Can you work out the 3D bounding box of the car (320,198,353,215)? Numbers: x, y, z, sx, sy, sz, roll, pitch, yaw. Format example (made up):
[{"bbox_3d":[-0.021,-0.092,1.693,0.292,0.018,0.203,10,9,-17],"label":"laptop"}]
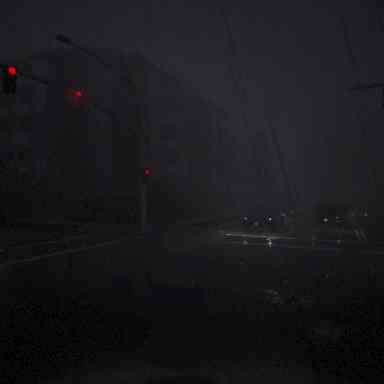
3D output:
[{"bbox_3d":[13.588,1.477,31.238,1.882,1.535,5.008,0,0,30],"label":"car"}]

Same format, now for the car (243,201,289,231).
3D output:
[{"bbox_3d":[4.625,1.526,20.998,1.812,1.442,4.674,0,0,25],"label":"car"}]

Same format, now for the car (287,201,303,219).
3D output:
[{"bbox_3d":[8.715,1.547,29.672,2.033,1.411,5.357,0,0,26],"label":"car"}]

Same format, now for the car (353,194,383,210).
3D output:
[{"bbox_3d":[22.267,1.222,42.471,5.566,2.045,2.150,0,0,-43],"label":"car"}]

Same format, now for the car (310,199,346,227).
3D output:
[{"bbox_3d":[9.331,1.505,22.817,1.837,1.490,4.892,0,0,25],"label":"car"}]
